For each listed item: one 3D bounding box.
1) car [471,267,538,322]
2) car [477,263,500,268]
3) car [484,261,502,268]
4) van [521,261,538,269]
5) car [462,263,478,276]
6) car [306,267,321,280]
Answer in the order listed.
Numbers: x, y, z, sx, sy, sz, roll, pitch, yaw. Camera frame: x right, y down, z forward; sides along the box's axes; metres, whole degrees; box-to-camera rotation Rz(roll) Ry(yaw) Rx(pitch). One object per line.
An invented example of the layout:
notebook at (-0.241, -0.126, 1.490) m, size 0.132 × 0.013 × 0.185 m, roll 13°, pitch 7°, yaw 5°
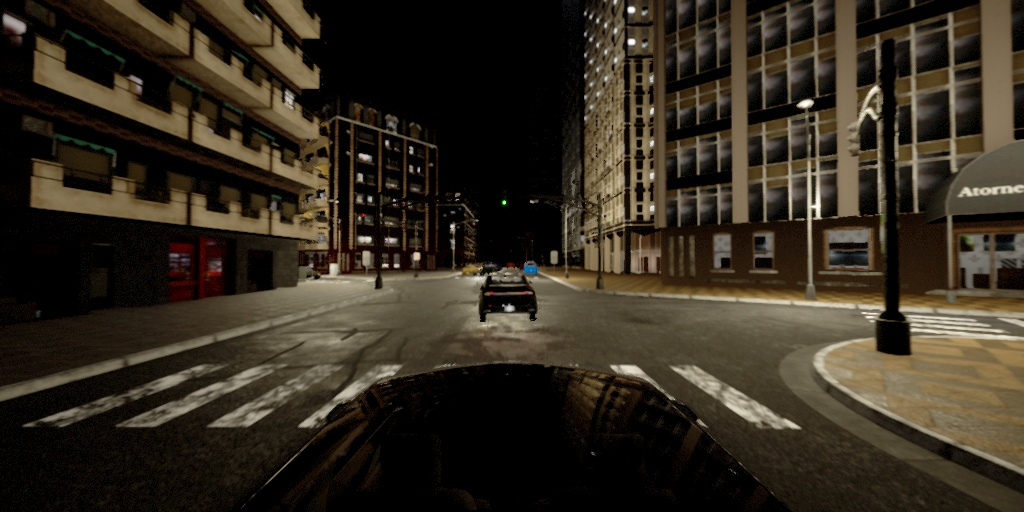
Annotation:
car at (-0.251, 1.348, 12.949) m, size 2.128 × 1.511 × 4.902 m, roll -1°, pitch 0°, yaw -4°
car at (-2.969, 1.858, 45.948) m, size 1.895 × 1.301 × 4.718 m, roll 0°, pitch -1°, yaw 2°
car at (-2.967, 1.945, 55.702) m, size 1.994 × 1.385 × 4.181 m, roll 0°, pitch -1°, yaw 0°
van at (2.410, 1.618, 46.870) m, size 1.690 × 1.789 × 3.998 m, roll 0°, pitch 0°, yaw 0°
car at (-5.470, 1.790, 46.674) m, size 1.751 × 1.417 × 4.829 m, roll 0°, pitch 0°, yaw 0°
car at (-22.426, 1.850, 38.448) m, size 5.357 × 1.411 × 2.033 m, roll -1°, pitch -1°, yaw 41°
